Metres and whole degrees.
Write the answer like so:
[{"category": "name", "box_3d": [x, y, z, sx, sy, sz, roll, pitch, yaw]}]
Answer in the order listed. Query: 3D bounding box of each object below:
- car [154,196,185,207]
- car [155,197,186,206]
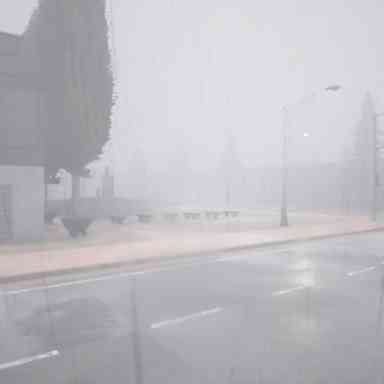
[{"category": "car", "box_3d": [-3.731, 1.528, 51.365, 4.674, 1.442, 1.812, 0, 0, 29]}, {"category": "car", "box_3d": [-3.519, 1.509, 55.211, 4.892, 1.490, 1.837, -1, -1, 27]}]
